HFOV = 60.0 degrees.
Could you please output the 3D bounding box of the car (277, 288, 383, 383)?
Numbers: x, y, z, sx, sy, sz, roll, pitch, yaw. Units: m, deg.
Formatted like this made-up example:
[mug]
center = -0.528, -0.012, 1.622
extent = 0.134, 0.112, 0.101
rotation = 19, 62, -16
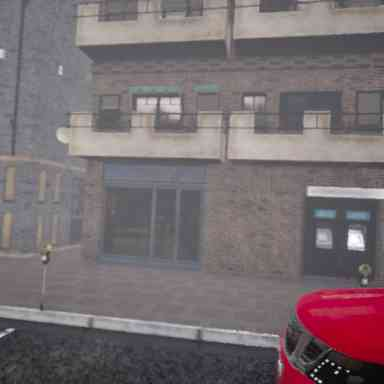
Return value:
[car]
center = 3.633, 1.500, 2.935
extent = 5.566, 2.045, 2.150
rotation = 2, -2, 11
